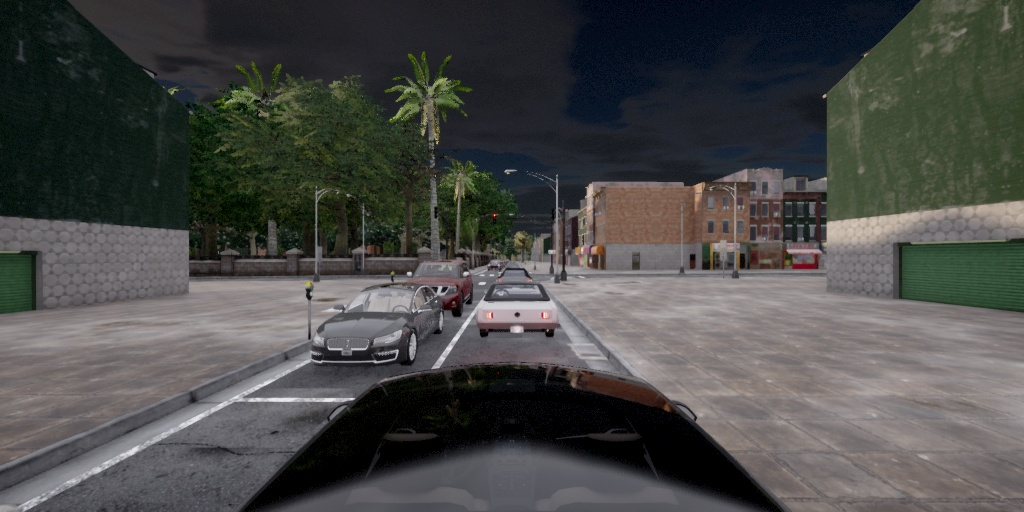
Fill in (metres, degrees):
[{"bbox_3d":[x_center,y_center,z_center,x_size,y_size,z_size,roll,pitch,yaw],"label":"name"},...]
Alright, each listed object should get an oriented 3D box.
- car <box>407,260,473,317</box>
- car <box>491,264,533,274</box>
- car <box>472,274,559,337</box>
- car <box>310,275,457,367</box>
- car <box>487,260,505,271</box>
[{"bbox_3d":[-2.602,1.068,13.346,2.192,1.841,5.009,0,0,0],"label":"car"},{"bbox_3d":[0.164,1.324,19.396,1.994,1.385,4.181,0,0,2],"label":"car"},{"bbox_3d":[0.126,1.352,10.224,1.895,1.301,4.718,0,0,0],"label":"car"},{"bbox_3d":[-2.619,1.301,7.883,2.007,1.370,4.403,0,0,0],"label":"car"},{"bbox_3d":[-2.480,1.292,51.493,1.967,1.591,4.097,0,0,0],"label":"car"}]
